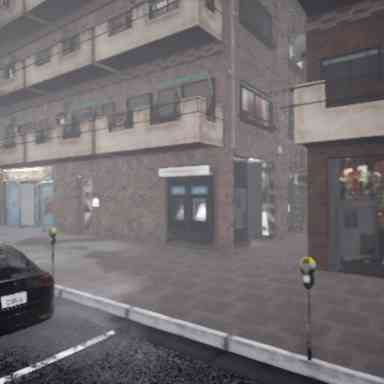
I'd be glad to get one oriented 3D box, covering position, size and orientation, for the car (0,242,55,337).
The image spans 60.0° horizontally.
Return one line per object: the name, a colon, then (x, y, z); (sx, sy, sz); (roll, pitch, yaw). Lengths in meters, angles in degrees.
car: (-4.176, 1.537, 5.870); (4.313, 1.339, 1.947); (0, -1, 36)
